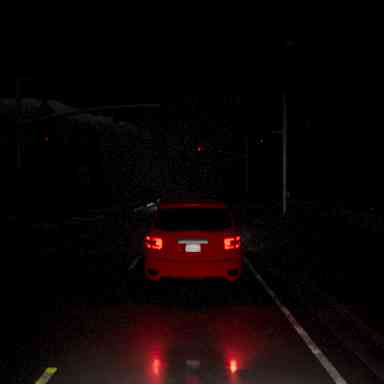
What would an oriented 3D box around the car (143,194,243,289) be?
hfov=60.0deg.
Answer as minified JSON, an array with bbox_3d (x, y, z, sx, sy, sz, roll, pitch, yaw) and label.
[{"bbox_3d":[0.038,1.175,9.162,2.150,2.045,5.566,0,0,0],"label":"car"}]

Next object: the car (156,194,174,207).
[{"bbox_3d":[-3.693,1.119,46.489,2.097,1.767,4.553,0,0,0],"label":"car"}]

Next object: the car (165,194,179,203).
[{"bbox_3d":[-3.692,1.181,62.028,2.128,1.511,4.902,0,0,0],"label":"car"}]

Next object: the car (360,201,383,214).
[{"bbox_3d":[15.775,1.409,26.318,4.674,1.442,1.812,0,0,-1],"label":"car"}]
